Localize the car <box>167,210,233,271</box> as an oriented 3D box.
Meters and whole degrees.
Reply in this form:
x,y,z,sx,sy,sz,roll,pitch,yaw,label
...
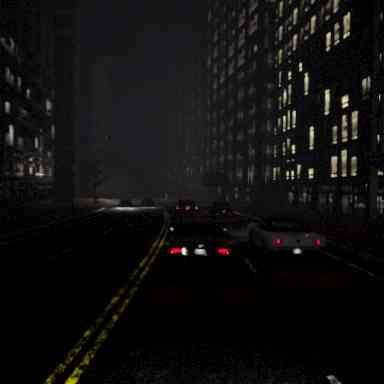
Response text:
x,y,z,sx,sy,sz,roll,pitch,yaw,label
0.210,1.560,10.940,2.033,1.411,5.357,1,0,0,car

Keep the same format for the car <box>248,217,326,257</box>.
x,y,z,sx,sy,sz,roll,pitch,yaw,label
3.451,1.652,13.122,1.895,1.301,4.718,1,0,0,car

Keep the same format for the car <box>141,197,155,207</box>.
x,y,z,sx,sy,sz,roll,pitch,yaw,label
-6.814,1.513,51.326,2.033,1.411,5.357,0,0,-10,car

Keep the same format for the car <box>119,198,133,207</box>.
x,y,z,sx,sy,sz,roll,pitch,yaw,label
-9.829,1.541,49.660,1.895,1.301,4.718,0,0,-10,car

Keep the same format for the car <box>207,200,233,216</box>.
x,y,z,sx,sy,sz,roll,pitch,yaw,label
2.571,1.527,31.383,1.882,1.535,5.008,1,0,-5,car

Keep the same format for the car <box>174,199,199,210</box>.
x,y,z,sx,sy,sz,roll,pitch,yaw,label
-0.526,1.369,29.383,2.097,1.767,4.553,1,0,-4,car
